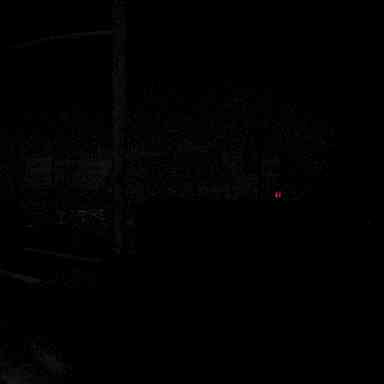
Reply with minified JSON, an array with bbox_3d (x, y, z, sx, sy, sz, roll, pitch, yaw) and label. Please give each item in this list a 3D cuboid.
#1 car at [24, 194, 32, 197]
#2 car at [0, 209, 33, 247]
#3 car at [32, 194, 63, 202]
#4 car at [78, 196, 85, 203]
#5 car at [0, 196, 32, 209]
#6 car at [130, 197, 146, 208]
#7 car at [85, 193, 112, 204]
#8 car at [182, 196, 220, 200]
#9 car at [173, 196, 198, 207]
[{"bbox_3d":[-34.445,1.232,71.230,1.970,1.475,3.806,0,0,35],"label":"car"},{"bbox_3d":[-8.479,1.564,12.896,1.994,1.385,4.181,0,0,35],"label":"car"},{"bbox_3d":[-29.019,1.154,67.788,2.152,1.636,5.027,0,0,35],"label":"car"},{"bbox_3d":[-18.573,1.077,60.400,1.905,1.878,3.866,0,0,35],"label":"car"},{"bbox_3d":[-15.897,1.340,26.955,2.007,1.523,4.514,0,0,35],"label":"car"},{"bbox_3d":[-7.589,1.384,43.878,1.970,1.475,3.806,0,0,35],"label":"car"},{"bbox_3d":[-15.963,1.097,59.059,1.932,1.855,4.605,0,0,35],"label":"car"},{"bbox_3d":[1.556,1.353,27.374,2.097,1.767,4.553,0,0,35],"label":"car"},{"bbox_3d":[-0.870,1.374,48.215,1.845,1.501,3.633,0,0,35],"label":"car"}]
